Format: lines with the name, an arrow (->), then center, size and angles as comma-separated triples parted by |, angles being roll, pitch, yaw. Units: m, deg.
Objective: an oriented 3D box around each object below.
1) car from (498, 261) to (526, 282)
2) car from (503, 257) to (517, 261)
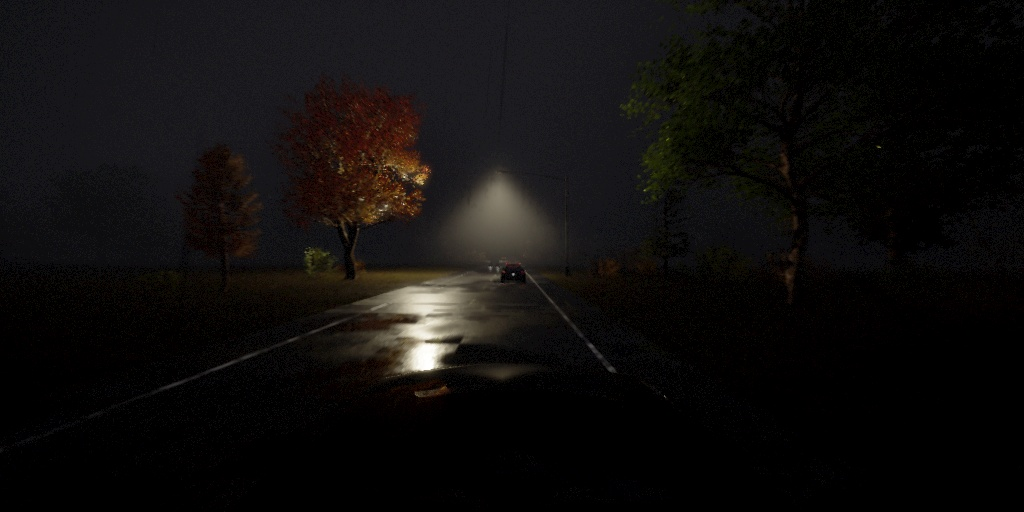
car -> 0.104, 1.332, 28.579 | 1.994, 1.385, 4.181 | 0, 0, 0
car -> 0.106, 1.256, 44.754 | 1.882, 1.535, 5.008 | 0, 0, 0
